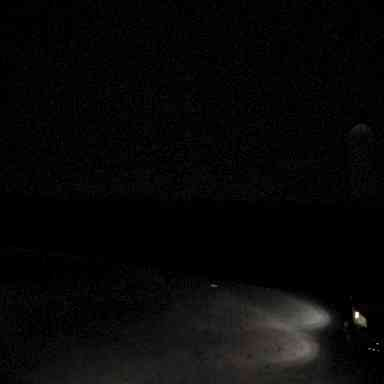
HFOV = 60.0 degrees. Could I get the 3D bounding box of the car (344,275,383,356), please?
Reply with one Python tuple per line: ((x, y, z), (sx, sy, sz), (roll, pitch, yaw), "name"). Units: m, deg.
((4.631, 1.559, 3.595), (5.357, 1.411, 2.033), (3, 2, 29), "car")
